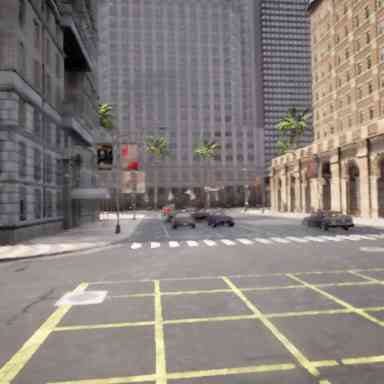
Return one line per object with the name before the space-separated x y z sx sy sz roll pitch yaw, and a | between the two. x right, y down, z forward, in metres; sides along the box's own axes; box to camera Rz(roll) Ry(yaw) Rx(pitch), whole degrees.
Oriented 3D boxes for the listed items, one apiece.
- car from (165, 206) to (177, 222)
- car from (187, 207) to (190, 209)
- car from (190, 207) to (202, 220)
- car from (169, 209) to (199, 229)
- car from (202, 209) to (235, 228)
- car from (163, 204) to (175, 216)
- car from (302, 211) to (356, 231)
car | -2.144 2.943 42.263 1.837 1.490 4.892 -1 -2 -6
car | -0.062 3.329 56.014 2.128 1.511 4.902 -1 -2 -6
car | 1.344 2.916 42.563 2.033 1.411 5.357 -1 -2 -6
car | -0.823 2.552 30.544 1.812 1.442 4.674 -1 -2 -7
car | 2.608 2.520 31.304 2.033 1.411 5.357 -1 -2 -7
car | -3.967 3.276 59.895 2.150 2.045 5.566 -1 -2 -6
car | 10.314 2.155 25.490 2.033 1.411 5.357 -1 -2 -4
